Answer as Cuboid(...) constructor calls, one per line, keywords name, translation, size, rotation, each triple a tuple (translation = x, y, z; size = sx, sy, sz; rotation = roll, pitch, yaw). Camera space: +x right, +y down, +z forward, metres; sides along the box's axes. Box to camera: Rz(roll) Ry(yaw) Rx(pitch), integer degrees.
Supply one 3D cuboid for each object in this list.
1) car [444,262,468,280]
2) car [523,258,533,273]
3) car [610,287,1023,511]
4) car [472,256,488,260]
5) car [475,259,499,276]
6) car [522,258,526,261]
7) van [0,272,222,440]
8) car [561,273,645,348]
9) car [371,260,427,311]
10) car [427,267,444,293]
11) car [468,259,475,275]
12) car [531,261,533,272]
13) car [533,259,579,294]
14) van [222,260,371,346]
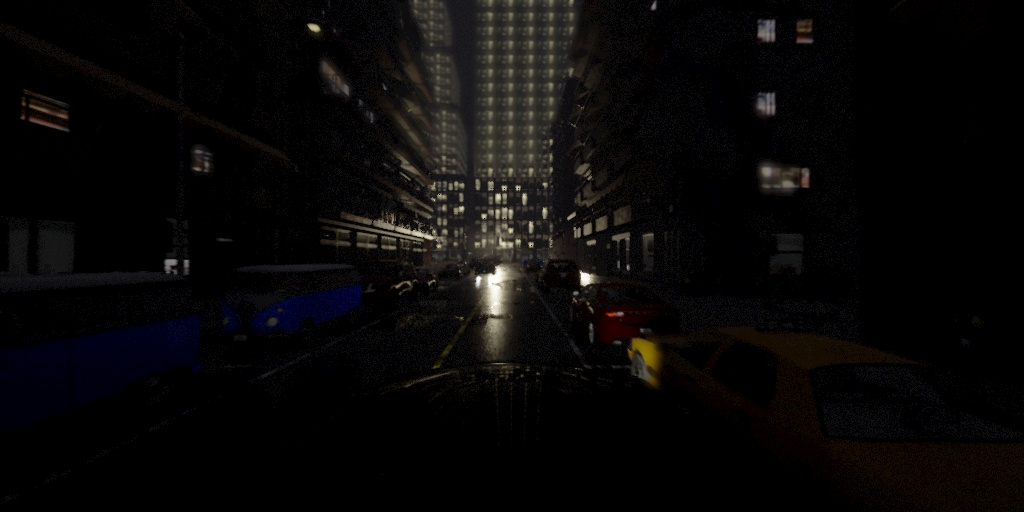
Cuboid(name="car", translation=(-5.291, 1.360, 31.684), size=(1.802, 1.307, 4.207), rotation=(0, 0, 0))
Cuboid(name="car", translation=(2.600, 1.324, 43.128), size=(1.751, 1.417, 4.829), rotation=(0, 0, 0))
Cuboid(name="car", translation=(2.565, 1.279, 3.646), size=(1.751, 1.417, 4.829), rotation=(0, 0, 0))
Cuboid(name="car", translation=(-5.270, 1.125, 54.246), size=(2.192, 1.841, 5.009), rotation=(0, 0, 0))
Cuboid(name="car", translation=(-2.743, 1.352, 37.903), size=(1.994, 1.385, 4.181), rotation=(0, 0, 1))
Cuboid(name="car", translation=(2.605, 1.333, 48.768), size=(1.751, 1.417, 4.829), rotation=(0, 0, 0))
Cuboid(name="van", translation=(-5.316, 1.089, 3.482), size=(1.690, 1.789, 3.998), rotation=(0, 0, 0))
Cuboid(name="car", translation=(2.569, 1.304, 9.116), size=(1.888, 1.381, 4.507), rotation=(0, 0, 0))
Cuboid(name="car", translation=(-5.306, 1.074, 14.763), size=(2.192, 1.841, 5.009), rotation=(0, 0, 0))
Cuboid(name="car", translation=(-5.301, 1.347, 20.404), size=(1.802, 1.307, 4.207), rotation=(0, 0, 0))
Cuboid(name="car", translation=(-5.286, 1.311, 37.155), size=(1.751, 1.417, 4.829), rotation=(0, 0, 0))
Cuboid(name="car", translation=(2.585, 1.302, 26.207), size=(1.751, 1.417, 4.829), rotation=(0, 0, 0))
Cuboid(name="car", translation=(2.580, 1.085, 20.397), size=(2.192, 1.841, 5.009), rotation=(0, 0, 0))
Cuboid(name="van", translation=(-5.311, 1.094, 9.122), size=(1.690, 1.789, 3.998), rotation=(0, 0, 0))
